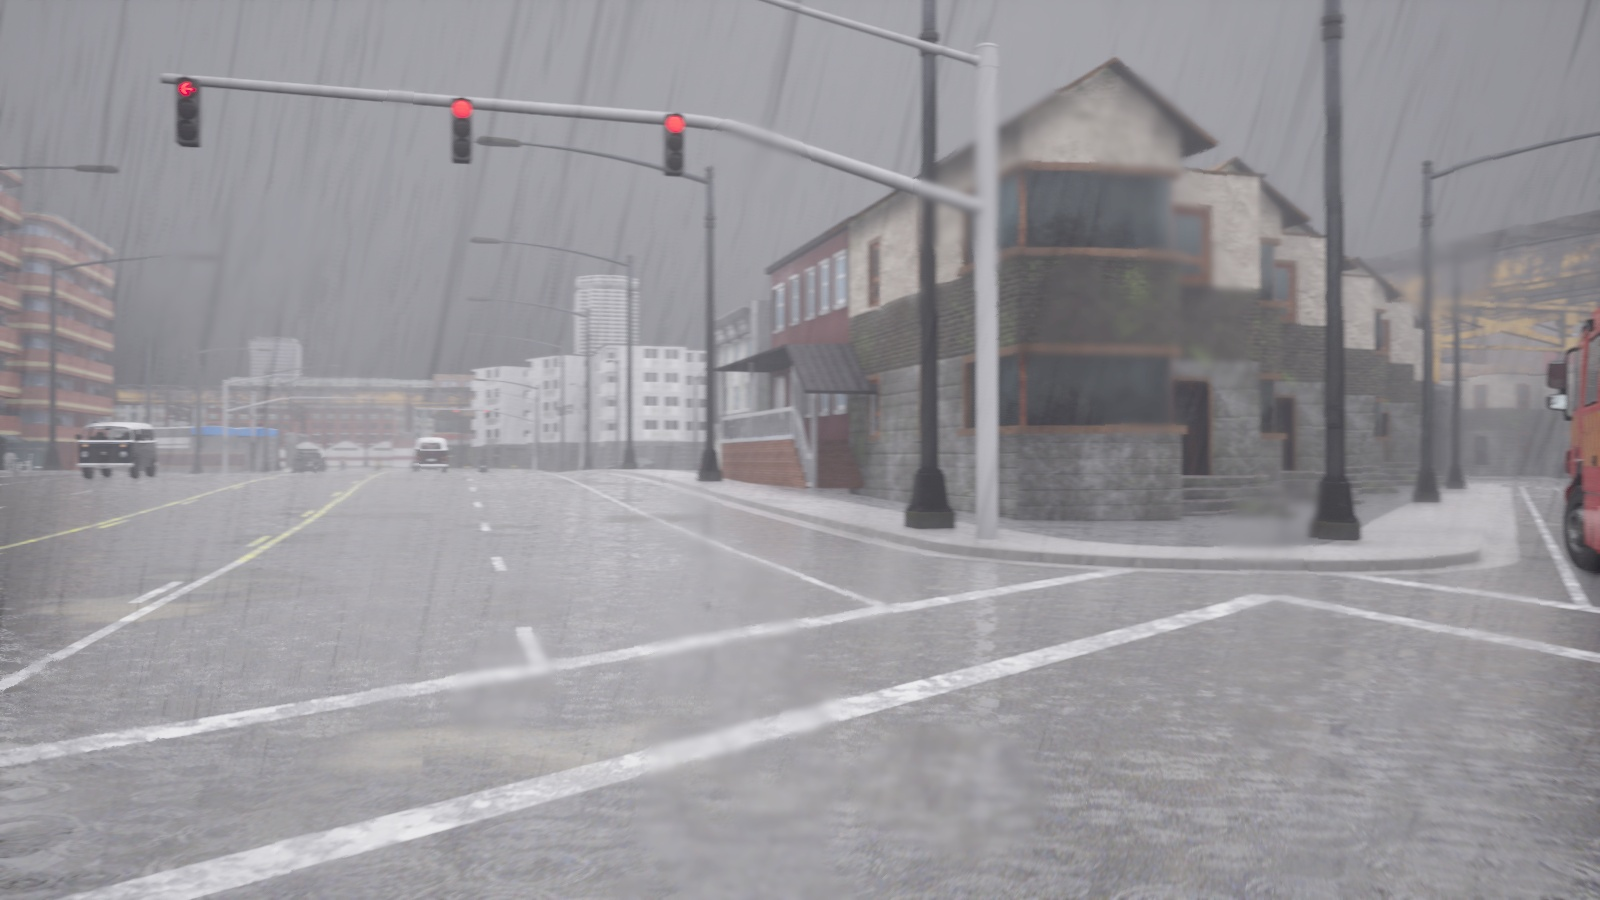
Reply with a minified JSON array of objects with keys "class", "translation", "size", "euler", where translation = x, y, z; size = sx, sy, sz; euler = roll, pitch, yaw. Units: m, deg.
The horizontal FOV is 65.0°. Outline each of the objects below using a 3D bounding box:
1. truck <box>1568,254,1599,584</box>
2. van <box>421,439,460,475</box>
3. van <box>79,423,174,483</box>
[{"class":"truck","translation":[10.638,-0.363,14.048],"size":[2.891,3.827,8.468],"euler":[0,0,27]},{"class":"van","translation":[-20.767,0.434,72.678],"size":[2.069,2.038,4.480],"euler":[0,-1,-15]},{"class":"van","translation":[-24.392,0.095,45.675],"size":[2.069,2.038,4.480],"euler":[0,0,-15]}]
